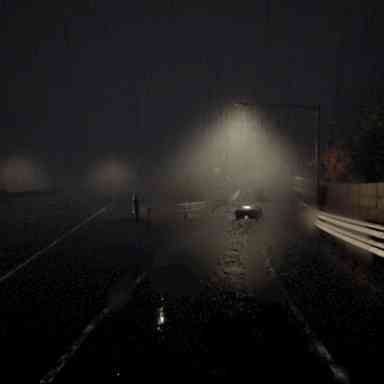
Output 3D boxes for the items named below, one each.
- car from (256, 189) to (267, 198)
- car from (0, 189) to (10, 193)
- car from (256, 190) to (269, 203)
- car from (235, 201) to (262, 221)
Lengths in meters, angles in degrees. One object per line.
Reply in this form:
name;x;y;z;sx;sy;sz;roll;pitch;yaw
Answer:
car;14.002;0.246;67.111;1.812;1.442;4.674;0;5;9
car;-32.116;0.425;55.997;2.097;1.767;4.553;0;1;-10
car;12.119;0.932;57.198;1.882;1.535;5.008;0;3;11
car;5.123;1.786;29.524;1.895;1.301;4.718;1;0;17
